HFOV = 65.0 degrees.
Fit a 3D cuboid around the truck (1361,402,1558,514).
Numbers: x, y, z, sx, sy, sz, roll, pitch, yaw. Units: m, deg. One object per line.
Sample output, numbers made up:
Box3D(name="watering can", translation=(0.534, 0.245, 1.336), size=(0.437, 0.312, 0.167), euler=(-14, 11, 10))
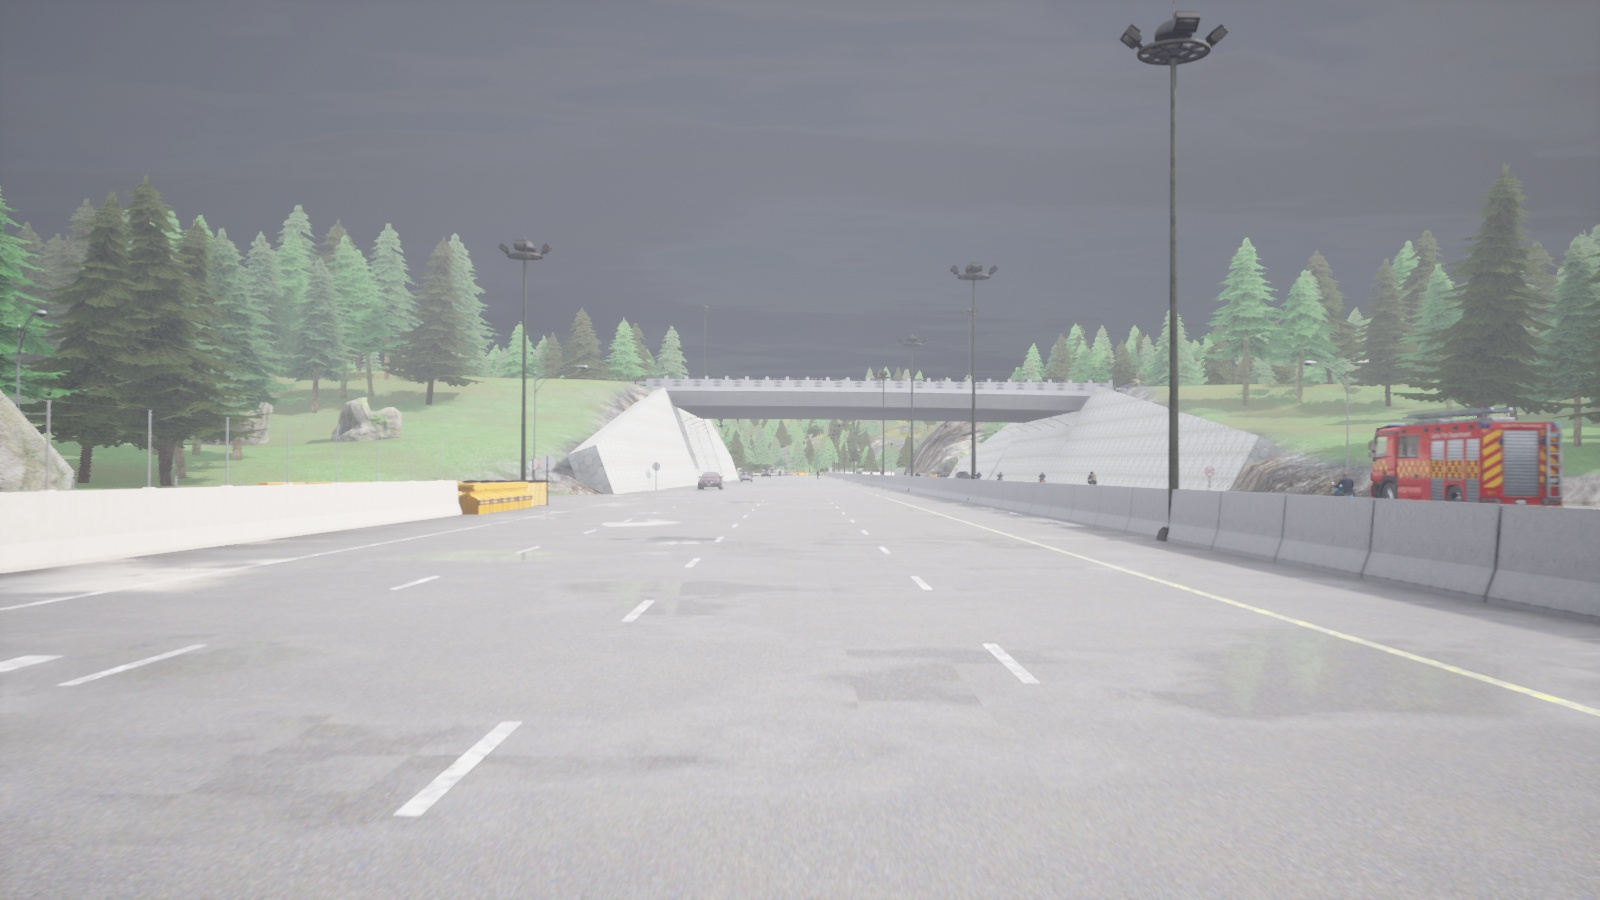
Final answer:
Box3D(name="truck", translation=(24.380, 0.340, 47.058), size=(2.891, 3.827, 8.468), euler=(0, -1, 0))
